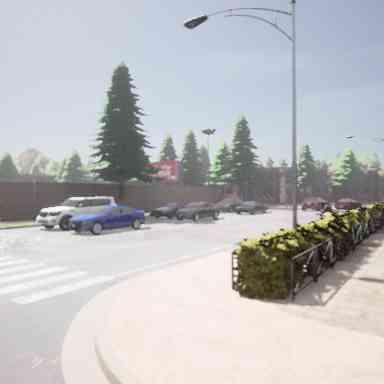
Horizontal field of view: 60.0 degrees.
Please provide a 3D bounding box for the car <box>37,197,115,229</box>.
[{"bbox_3d":[-7.568,1.363,22.654,2.150,2.045,5.566,-1,0,36],"label":"car"}]

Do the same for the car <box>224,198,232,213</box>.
[{"bbox_3d":[4.449,1.492,39.097,2.097,1.767,4.553,-1,0,37],"label":"car"}]

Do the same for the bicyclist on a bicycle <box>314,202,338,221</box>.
[{"bbox_3d":[6.961,1.332,17.174,1.656,1.620,0.582,-1,-1,36],"label":"bicyclist on a bicycle"}]

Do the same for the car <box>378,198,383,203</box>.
[{"bbox_3d":[29.111,1.524,48.319,4.902,1.511,2.128,0,0,-30],"label":"car"}]

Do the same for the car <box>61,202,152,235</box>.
[{"bbox_3d":[-5.021,1.593,20.199,1.882,1.535,5.008,-1,0,36],"label":"car"}]

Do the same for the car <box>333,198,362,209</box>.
[{"bbox_3d":[22.840,1.635,48.719,4.181,1.385,1.994,0,0,-34],"label":"car"}]

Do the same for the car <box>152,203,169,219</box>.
[{"bbox_3d":[-1.560,1.689,30.946,2.033,1.411,5.357,-1,0,36],"label":"car"}]

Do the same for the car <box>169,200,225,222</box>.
[{"bbox_3d":[0.531,1.620,27.855,1.837,1.490,4.892,-1,0,36],"label":"car"}]

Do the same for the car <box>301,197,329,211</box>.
[{"bbox_3d":[15.515,1.437,41.730,2.097,1.767,4.553,-1,0,41],"label":"car"}]

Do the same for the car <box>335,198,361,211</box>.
[{"bbox_3d":[18.859,1.536,40.177,1.882,1.535,5.008,-1,-1,42],"label":"car"}]

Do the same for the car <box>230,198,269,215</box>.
[{"bbox_3d":[6.570,1.662,36.121,2.033,1.411,5.357,-1,0,36],"label":"car"}]
